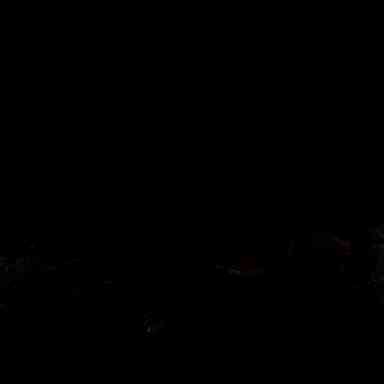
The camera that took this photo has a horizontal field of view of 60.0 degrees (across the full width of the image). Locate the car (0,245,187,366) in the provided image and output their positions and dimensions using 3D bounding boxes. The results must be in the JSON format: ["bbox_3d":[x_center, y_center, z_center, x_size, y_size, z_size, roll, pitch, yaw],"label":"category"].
[{"bbox_3d":[-2.086,1.566,5.049,4.313,1.339,1.947,0,0,-36],"label":"car"}]

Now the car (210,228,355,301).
[{"bbox_3d":[2.392,1.582,8.246,4.206,1.307,1.802,0,0,-36],"label":"car"}]
